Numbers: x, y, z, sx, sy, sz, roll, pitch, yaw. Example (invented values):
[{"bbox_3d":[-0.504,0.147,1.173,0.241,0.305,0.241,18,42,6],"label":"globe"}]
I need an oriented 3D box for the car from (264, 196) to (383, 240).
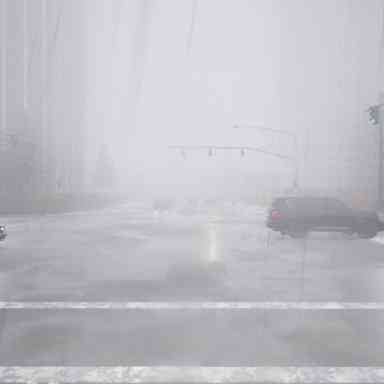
[{"bbox_3d":[6.462,1.221,16.641,5.566,2.045,2.150,0,0,-1],"label":"car"}]

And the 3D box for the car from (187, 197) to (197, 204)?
[{"bbox_3d":[0.019,1.564,64.973,1.994,1.385,4.181,0,0,0],"label":"car"}]

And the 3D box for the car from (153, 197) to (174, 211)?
[{"bbox_3d":[-3.587,1.564,40.774,1.994,1.385,4.181,0,0,0],"label":"car"}]

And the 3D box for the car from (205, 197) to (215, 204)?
[{"bbox_3d":[3.519,1.601,65.002,1.895,1.301,4.718,0,0,0],"label":"car"}]

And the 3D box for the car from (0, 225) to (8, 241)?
[{"bbox_3d":[-9.871,1.601,12.902,4.718,1.301,1.895,0,0,-1],"label":"car"}]
